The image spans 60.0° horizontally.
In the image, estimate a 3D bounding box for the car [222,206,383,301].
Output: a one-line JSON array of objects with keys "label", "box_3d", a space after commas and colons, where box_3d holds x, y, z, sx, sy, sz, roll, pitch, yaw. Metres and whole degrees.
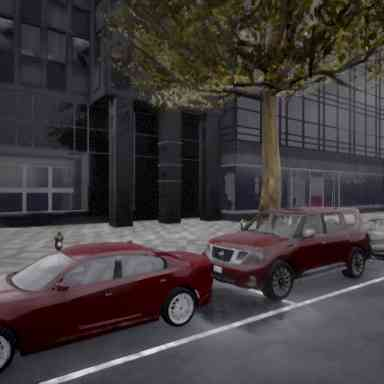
[{"label": "car", "box_3d": [2.595, 1.314, 8.496, 5.009, 1.841, 2.192, 0, 0, -35]}]

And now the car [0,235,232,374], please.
[{"label": "car", "box_3d": [-1.711, 1.543, 5.425, 4.507, 1.381, 1.887, 0, 0, -35]}]
